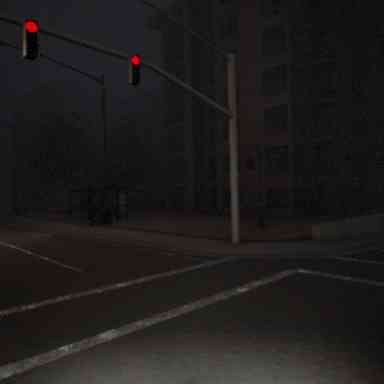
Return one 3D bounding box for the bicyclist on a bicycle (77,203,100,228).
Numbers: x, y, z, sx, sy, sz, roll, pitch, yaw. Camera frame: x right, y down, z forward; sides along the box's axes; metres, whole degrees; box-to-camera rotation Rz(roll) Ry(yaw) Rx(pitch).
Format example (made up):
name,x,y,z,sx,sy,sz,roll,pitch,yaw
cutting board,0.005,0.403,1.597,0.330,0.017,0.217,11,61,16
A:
name,x,y,z,sx,sy,sz,roll,pitch,yaw
bicyclist on a bicycle,-6.816,1.549,21.973,1.656,1.620,0.582,-1,0,-43
